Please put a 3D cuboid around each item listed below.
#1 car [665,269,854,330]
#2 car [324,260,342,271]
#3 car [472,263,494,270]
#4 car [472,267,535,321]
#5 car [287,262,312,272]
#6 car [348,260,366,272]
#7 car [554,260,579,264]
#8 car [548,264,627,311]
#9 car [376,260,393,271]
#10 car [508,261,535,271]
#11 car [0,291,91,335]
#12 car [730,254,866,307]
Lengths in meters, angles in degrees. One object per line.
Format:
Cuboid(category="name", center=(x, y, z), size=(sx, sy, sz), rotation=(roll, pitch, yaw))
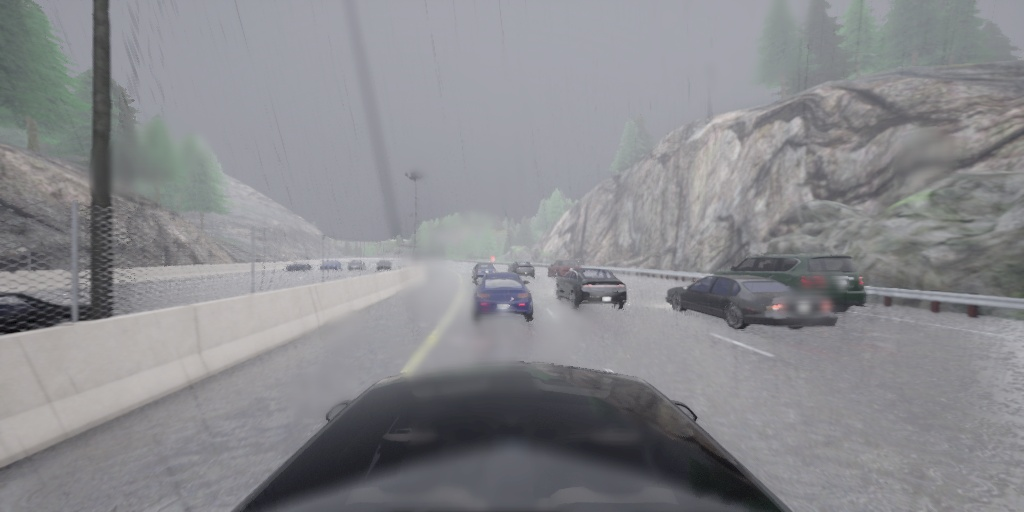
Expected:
Cuboid(category="car", center=(6.782, 1.282, 11.018), size=(2.033, 1.411, 5.357), rotation=(0, 0, -3))
Cuboid(category="car", center=(-24.875, 1.283, 49.540), size=(1.882, 1.535, 5.008), rotation=(0, 0, -17))
Cuboid(category="car", center=(-2.383, 1.302, 30.747), size=(2.033, 1.411, 5.357), rotation=(0, 0, -9))
Cuboid(category="car", center=(-0.360, 1.276, 12.340), size=(1.812, 1.442, 4.674), rotation=(0, 0, -4))
Cuboid(category="car", center=(-27.710, 1.412, 46.835), size=(1.895, 1.301, 4.718), rotation=(0, 0, -16))
Cuboid(category="car", center=(-20.980, 1.289, 48.694), size=(2.128, 1.511, 4.902), rotation=(0, 0, -16))
Cuboid(category="car", center=(4.568, 1.091, 31.308), size=(2.097, 1.767, 4.553), rotation=(0, 0, -9))
Cuboid(category="car", center=(3.018, 1.235, 14.440), size=(2.128, 1.511, 4.902), rotation=(0, 0, -4))
Cuboid(category="car", center=(-17.604, 1.295, 49.618), size=(1.837, 1.490, 4.892), rotation=(0, -1, -16))
Cuboid(category="car", center=(0.793, 1.239, 32.741), size=(2.128, 1.511, 4.902), rotation=(0, 0, -10))
Cuboid(category="car", center=(-10.737, 1.375, 6.493), size=(1.895, 1.301, 4.718), rotation=(0, 0, -2))
Cuboid(category="car", center=(10.099, 0.949, 13.785), size=(2.150, 2.045, 5.566), rotation=(0, 0, -4))
